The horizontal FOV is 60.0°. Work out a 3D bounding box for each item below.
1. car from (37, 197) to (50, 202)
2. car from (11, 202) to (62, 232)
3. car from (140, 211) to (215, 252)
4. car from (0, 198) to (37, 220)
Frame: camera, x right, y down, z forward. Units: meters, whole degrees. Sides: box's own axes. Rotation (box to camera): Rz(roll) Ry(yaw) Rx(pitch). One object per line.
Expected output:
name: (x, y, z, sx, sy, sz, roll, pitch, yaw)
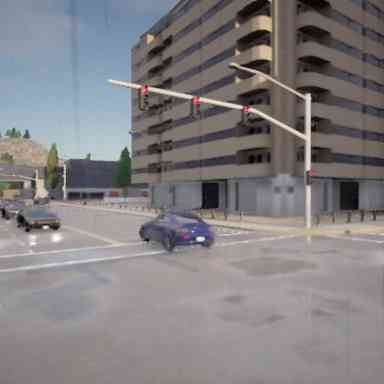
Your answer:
car: (-25.272, 1.552, 55.997, 2.128, 1.511, 4.902, 0, 0, -35)
car: (-9.663, 1.589, 20.753, 2.033, 1.411, 5.357, 0, 0, -35)
car: (-0.713, 1.542, 14.019, 1.812, 1.442, 4.674, 1, -1, -26)
car: (-15.199, 1.540, 28.767, 2.128, 1.511, 4.902, 0, 0, -34)
